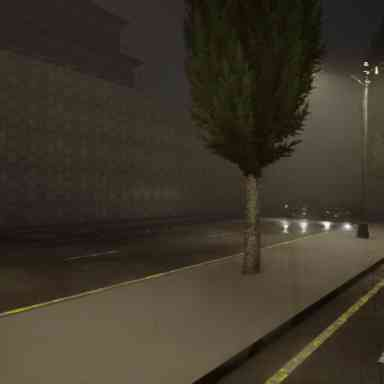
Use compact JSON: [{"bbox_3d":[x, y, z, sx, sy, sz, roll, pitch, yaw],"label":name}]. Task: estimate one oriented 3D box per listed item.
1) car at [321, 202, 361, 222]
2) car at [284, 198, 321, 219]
[{"bbox_3d":[12.233,1.517,26.429,1.812,1.442,4.674,1,0,41],"label":"car"},{"bbox_3d":[9.793,1.290,28.950,2.097,1.767,4.553,1,1,41],"label":"car"}]
